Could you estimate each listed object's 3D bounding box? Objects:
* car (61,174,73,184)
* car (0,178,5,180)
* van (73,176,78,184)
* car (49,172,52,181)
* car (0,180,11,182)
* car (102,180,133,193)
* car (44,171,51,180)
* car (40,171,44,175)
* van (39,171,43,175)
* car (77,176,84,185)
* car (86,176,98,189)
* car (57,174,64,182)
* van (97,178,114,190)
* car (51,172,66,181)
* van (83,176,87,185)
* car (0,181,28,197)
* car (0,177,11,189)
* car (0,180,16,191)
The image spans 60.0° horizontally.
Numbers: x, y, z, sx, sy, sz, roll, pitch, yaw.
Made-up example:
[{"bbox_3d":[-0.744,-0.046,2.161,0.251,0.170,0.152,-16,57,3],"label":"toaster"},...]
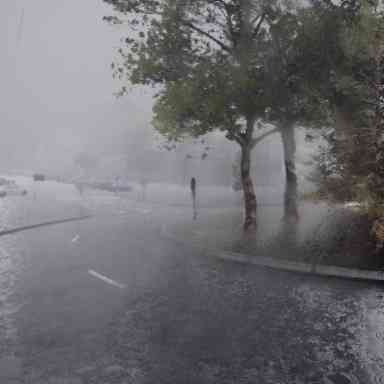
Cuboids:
[{"bbox_3d":[-25.012,-2.496,72.294,2.231,1.521,4.892,5,5,31],"label":"car"},{"bbox_3d":[-27.770,-0.868,48.232,2.185,1.767,4.553,5,6,30],"label":"car"},{"bbox_3d":[-21.221,-2.220,67.689,1.878,1.987,4.442,5,5,32],"label":"van"},{"bbox_3d":[-30.685,-3.256,79.290,2.231,1.521,4.892,5,4,30],"label":"car"},{"bbox_3d":[-25.881,-0.468,46.003,2.163,1.488,4.792,4,6,30],"label":"car"},{"bbox_3d":[-12.031,-0.725,55.866,2.097,1.535,5.008,5,5,32],"label":"car"},{"bbox_3d":[-32.562,-3.761,81.609,2.435,2.045,5.566,5,4,30],"label":"car"},{"bbox_3d":[-34.586,-3.757,83.737,1.946,1.575,5.366,5,5,30],"label":"car"},{"bbox_3d":[-36.334,-4.240,86.281,1.878,1.987,4.442,5,4,30],"label":"van"},{"bbox_3d":[-19.445,-1.861,65.221,2.185,1.767,4.553,5,5,32],"label":"car"},{"bbox_3d":[-15.728,-1.480,60.516,2.435,2.045,5.566,6,5,32],"label":"car"},{"bbox_3d":[-26.885,-2.722,74.653,2.163,1.488,4.792,5,5,31],"label":"car"},{"bbox_3d":[-13.808,-1.207,58.300,1.878,1.987,4.442,5,5,32],"label":"van"},{"bbox_3d":[-28.760,-3.256,76.971,2.435,2.045,5.566,5,4,31],"label":"car"},{"bbox_3d":[-17.627,-1.705,62.790,1.878,1.987,4.442,6,5,32],"label":"van"},{"bbox_3d":[-23.994,-0.210,43.734,2.002,1.452,4.674,4,6,30],"label":"car"},{"bbox_3d":[-31.565,-1.359,52.723,2.185,1.767,4.553,5,6,30],"label":"car"},{"bbox_3d":[-29.703,-0.955,50.439,2.163,1.488,4.792,5,6,30],"label":"car"}]
